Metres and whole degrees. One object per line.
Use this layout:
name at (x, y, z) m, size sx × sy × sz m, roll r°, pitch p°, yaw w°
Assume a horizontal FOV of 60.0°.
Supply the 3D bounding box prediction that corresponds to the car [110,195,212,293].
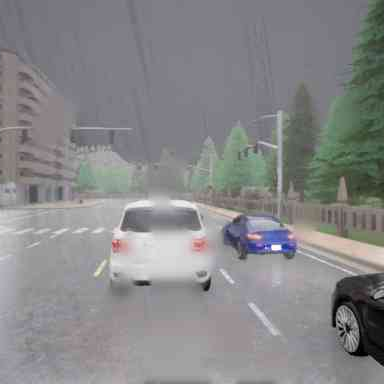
car at (-0.809, 1.221, 9.042) m, size 2.150 × 2.045 × 5.566 m, roll 0°, pitch 0°, yaw -5°

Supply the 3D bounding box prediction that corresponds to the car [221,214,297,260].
car at (2.333, 1.526, 12.404) m, size 1.812 × 1.442 × 4.674 m, roll 0°, pitch 0°, yaw -6°

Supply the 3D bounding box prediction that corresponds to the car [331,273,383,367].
car at (3.117, 1.492, 3.177) m, size 2.128 × 1.511 × 4.902 m, roll 0°, pitch 0°, yaw -3°
